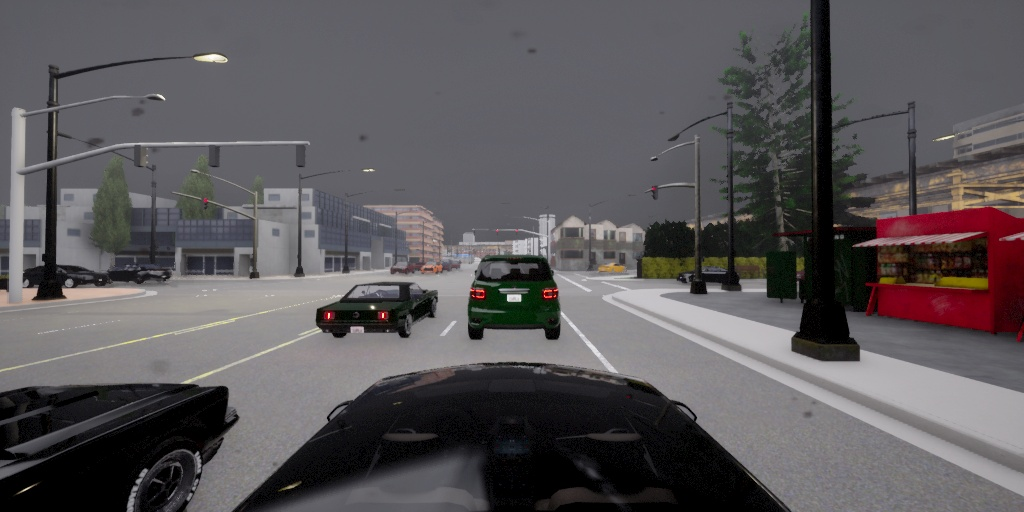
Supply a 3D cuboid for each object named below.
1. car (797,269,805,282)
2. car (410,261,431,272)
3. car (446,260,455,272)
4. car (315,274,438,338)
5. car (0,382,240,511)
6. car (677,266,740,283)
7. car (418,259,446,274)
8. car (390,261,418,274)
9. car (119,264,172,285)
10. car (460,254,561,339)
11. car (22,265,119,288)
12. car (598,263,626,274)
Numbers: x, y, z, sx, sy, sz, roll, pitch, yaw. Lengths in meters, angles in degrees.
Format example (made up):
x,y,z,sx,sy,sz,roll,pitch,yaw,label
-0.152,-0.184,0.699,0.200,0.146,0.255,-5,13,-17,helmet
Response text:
x,y,z,sx,sy,sz,roll,pitch,yaw,label
23.250,1.409,27.020,4.674,1.442,1.812,0,-1,1,car
-14.113,1.653,55.627,1.882,1.535,5.008,0,0,0,car
-10.620,1.739,56.327,1.994,1.385,4.181,0,0,-1,car
-3.435,1.368,10.223,1.895,1.301,4.718,0,0,0,car
-3.402,1.351,1.084,1.895,1.301,4.718,0,0,0,car
14.753,1.448,27.089,4.181,1.385,1.994,0,-1,0,car
-10.615,1.468,47.719,2.097,1.767,4.553,0,0,0,car
-14.119,1.457,46.411,2.097,1.767,4.553,0,-1,0,car
-28.904,1.379,27.333,4.902,1.511,2.128,0,-1,1,car
0.062,0.986,10.206,2.150,2.045,5.566,0,0,0,car
-29.637,1.343,23.733,4.892,1.490,1.837,0,-1,1,car
13.890,1.668,49.554,5.008,1.535,1.882,1,-1,-45,car
